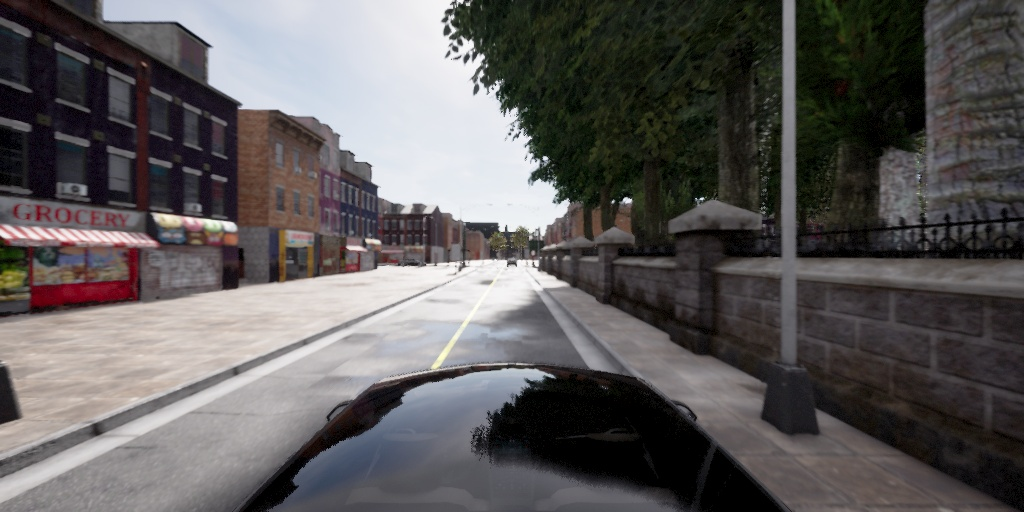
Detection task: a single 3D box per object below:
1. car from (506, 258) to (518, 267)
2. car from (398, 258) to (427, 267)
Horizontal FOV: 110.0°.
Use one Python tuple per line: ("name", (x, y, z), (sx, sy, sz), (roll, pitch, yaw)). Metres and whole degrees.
("car", (-0.013, 1.109, 63.938), (1.837, 1.490, 4.892), (0, 0, 0))
("car", (-15.072, 1.019, 54.225), (4.313, 1.339, 1.948), (0, 0, 0))
